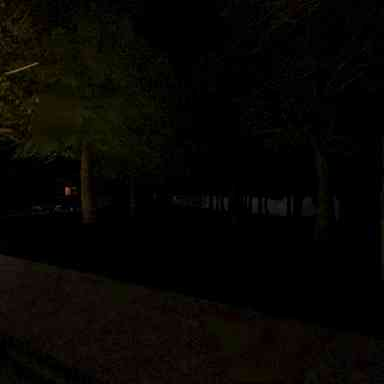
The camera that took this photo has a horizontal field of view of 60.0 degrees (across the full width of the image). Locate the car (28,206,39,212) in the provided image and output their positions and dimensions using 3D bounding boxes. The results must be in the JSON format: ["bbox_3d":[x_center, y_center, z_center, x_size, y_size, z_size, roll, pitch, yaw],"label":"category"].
[{"bbox_3d":[-36.762,4.000,77.948,2.033,1.411,5.357,0,-2,-9],"label":"car"}]

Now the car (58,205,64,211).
[{"bbox_3d":[-35.052,4.238,87.477,2.128,1.511,4.902,0,-2,-9],"label":"car"}]

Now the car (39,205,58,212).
[{"bbox_3d":[-33.342,3.886,77.193,1.837,1.490,4.892,0,-2,-9],"label":"car"}]
